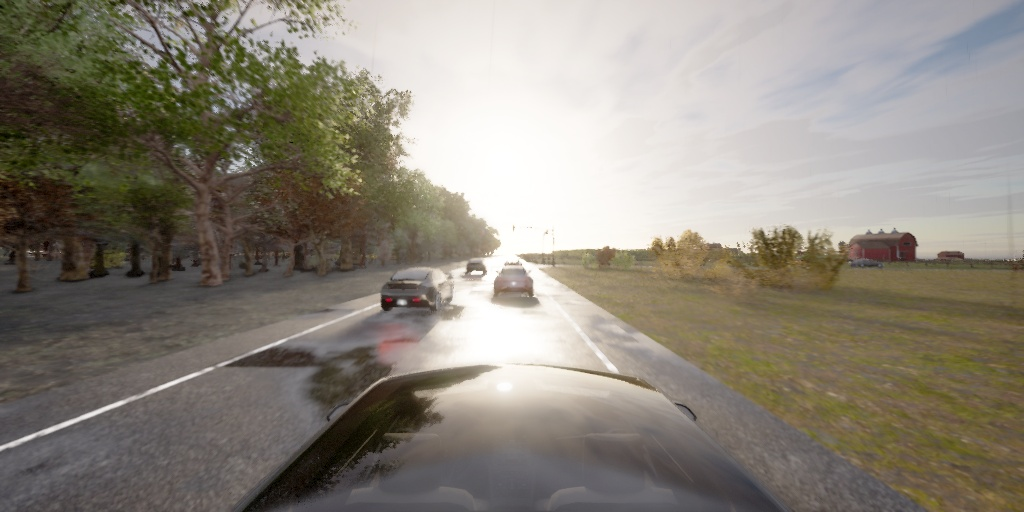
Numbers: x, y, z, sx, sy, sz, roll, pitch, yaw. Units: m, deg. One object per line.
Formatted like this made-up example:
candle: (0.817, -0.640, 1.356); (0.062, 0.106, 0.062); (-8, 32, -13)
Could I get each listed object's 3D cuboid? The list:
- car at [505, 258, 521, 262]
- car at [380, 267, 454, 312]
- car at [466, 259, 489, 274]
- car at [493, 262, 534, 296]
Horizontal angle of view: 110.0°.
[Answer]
car: (0.090, 0.978, 35.494); (2.128, 1.511, 4.902); (0, 0, 0)
car: (-3.429, 1.166, 13.654); (1.837, 1.490, 4.892); (0, 1, 0)
car: (-3.410, 0.992, 35.422); (1.837, 1.490, 4.892); (0, 0, 0)
car: (0.083, 1.188, 18.294); (1.994, 1.385, 4.181); (0, 0, 0)
